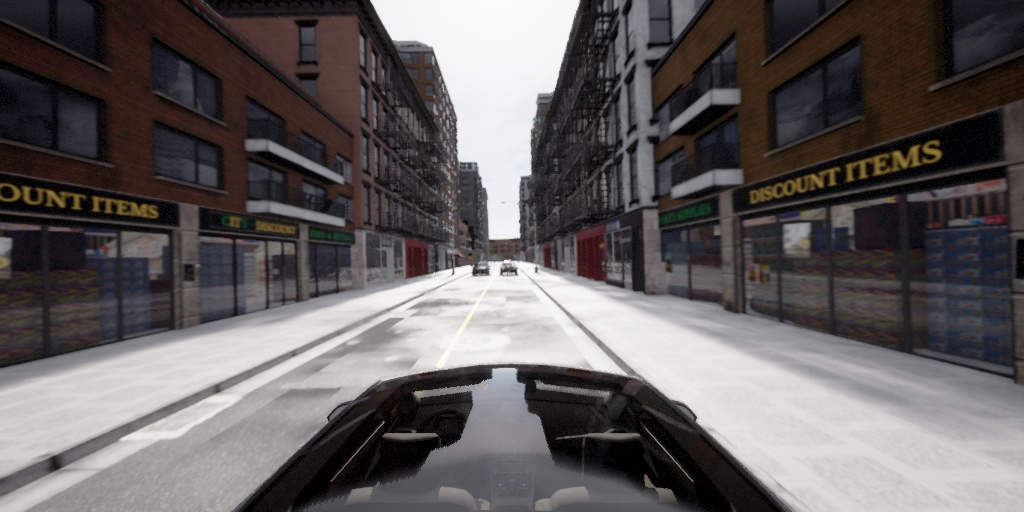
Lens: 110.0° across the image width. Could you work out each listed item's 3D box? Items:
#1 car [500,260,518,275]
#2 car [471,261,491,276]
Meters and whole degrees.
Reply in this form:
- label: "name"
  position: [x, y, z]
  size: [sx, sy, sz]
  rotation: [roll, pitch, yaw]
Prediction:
- label: "car"
  position: [-0.358, 1.367, 39.708]
  size: [1.895, 1.301, 4.718]
  rotation: [-2, 0, -1]
- label: "car"
  position: [-3.279, 1.351, 38.715]
  size: [1.837, 1.490, 4.892]
  rotation: [-2, 0, -1]
